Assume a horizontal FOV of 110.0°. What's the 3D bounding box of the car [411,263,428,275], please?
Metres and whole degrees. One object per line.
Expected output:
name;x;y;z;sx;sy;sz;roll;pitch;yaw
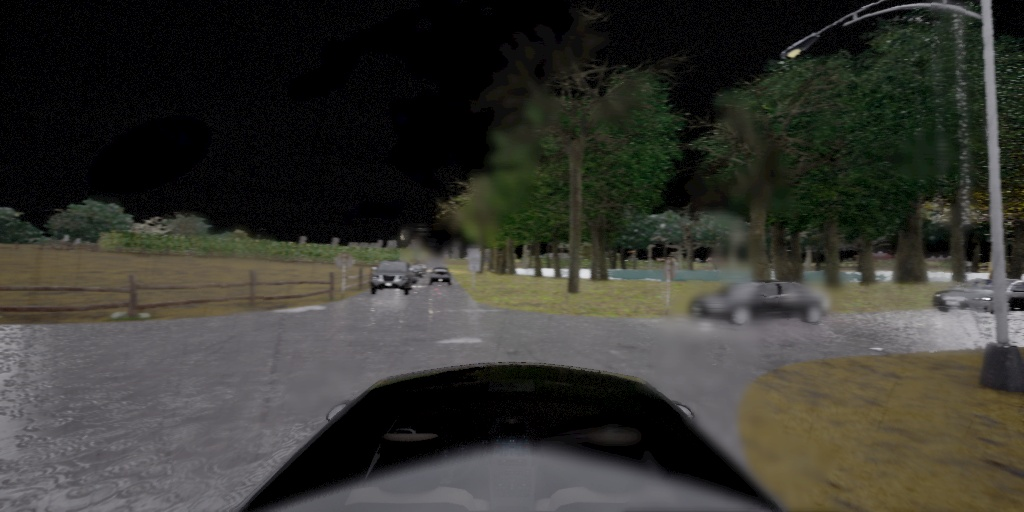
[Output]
car;-13.489;1.891;52.670;2.128;1.511;4.902;2;-1;-11

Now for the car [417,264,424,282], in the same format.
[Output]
car;-9.512;1.688;32.714;2.128;1.511;4.902;2;-1;-11

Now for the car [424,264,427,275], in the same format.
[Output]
car;-11.543;1.814;42.864;1.837;1.490;4.892;2;-1;-11

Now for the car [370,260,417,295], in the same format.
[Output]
car;-7.507;1.282;22.873;2.150;2.045;5.566;2;-1;-12

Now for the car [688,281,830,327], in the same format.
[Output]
car;8.816;1.643;12.907;4.892;1.490;1.837;1;-2;-10

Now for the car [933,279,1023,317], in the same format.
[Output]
car;20.634;1.732;15.291;4.902;1.511;2.128;0;-2;-12

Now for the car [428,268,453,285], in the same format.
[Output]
car;-6.421;1.784;32.218;1.837;1.490;4.892;2;-1;-11
